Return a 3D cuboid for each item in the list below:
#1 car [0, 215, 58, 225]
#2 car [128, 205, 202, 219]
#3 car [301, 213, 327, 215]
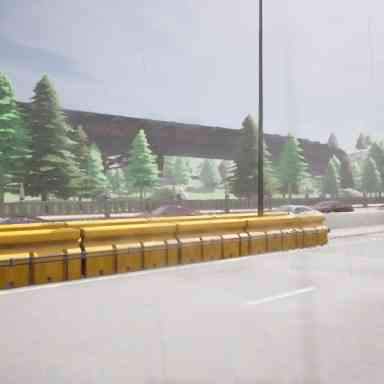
[{"bbox_3d":[-6.538,1.564,12.200,4.181,1.385,1.994,0,0,-34],"label":"car"},{"bbox_3d":[-1.500,1.526,19.677,4.674,1.442,1.812,0,0,-33],"label":"car"},{"bbox_3d":[5.977,1.526,20.321,4.674,1.442,1.812,0,0,-33],"label":"car"}]
